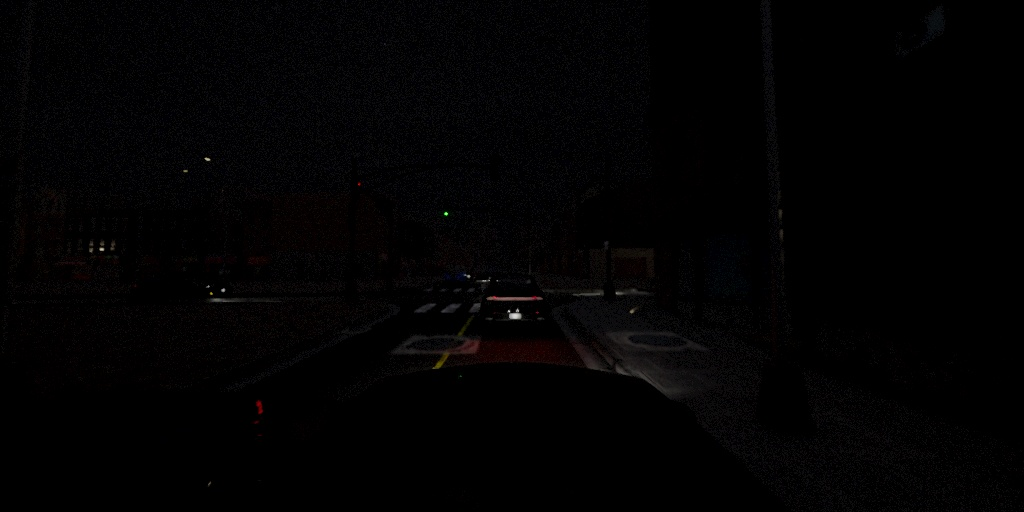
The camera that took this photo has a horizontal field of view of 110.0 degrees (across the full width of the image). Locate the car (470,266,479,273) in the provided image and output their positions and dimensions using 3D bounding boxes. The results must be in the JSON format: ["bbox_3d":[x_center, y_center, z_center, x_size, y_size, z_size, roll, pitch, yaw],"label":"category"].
[{"bbox_3d":[-5.383,2.068,42.608,2.192,1.841,5.009,0,0,0],"label":"car"}]

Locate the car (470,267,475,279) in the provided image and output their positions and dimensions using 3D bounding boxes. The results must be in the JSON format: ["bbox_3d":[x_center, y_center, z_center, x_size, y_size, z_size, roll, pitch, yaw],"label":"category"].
[{"bbox_3d":[-5.378,2.139,37.625,2.007,1.370,4.403,0,0,0],"label":"car"}]

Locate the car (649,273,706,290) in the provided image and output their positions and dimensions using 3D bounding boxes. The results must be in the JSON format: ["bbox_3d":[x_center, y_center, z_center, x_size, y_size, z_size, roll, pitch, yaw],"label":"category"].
[{"bbox_3d":[10.812,1.284,21.857,4.553,1.767,2.097,-1,-3,0],"label":"car"}]

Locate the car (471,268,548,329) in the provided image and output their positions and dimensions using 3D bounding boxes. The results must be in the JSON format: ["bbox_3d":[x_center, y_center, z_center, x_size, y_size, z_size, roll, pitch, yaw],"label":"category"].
[{"bbox_3d":[-0.002,1.320,11.548,2.128,1.511,4.902,0,0,-2],"label":"car"}]

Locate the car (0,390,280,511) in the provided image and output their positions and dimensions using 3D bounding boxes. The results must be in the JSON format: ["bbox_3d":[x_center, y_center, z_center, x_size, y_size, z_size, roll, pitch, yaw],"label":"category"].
[{"bbox_3d":[-2.754,1.307,1.011,1.994,1.385,4.181,0,-1,0],"label":"car"}]

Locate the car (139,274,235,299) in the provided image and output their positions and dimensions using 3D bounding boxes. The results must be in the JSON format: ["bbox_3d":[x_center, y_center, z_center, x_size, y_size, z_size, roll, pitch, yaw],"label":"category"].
[{"bbox_3d":[-17.142,1.631,18.833,4.181,1.385,1.994,0,-3,0],"label":"car"}]

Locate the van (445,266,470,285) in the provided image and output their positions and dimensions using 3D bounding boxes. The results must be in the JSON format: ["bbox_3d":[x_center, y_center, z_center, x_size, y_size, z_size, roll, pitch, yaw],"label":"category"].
[{"bbox_3d":[-5.374,1.820,34.307,1.690,1.789,3.998,0,0,0],"label":"van"}]
